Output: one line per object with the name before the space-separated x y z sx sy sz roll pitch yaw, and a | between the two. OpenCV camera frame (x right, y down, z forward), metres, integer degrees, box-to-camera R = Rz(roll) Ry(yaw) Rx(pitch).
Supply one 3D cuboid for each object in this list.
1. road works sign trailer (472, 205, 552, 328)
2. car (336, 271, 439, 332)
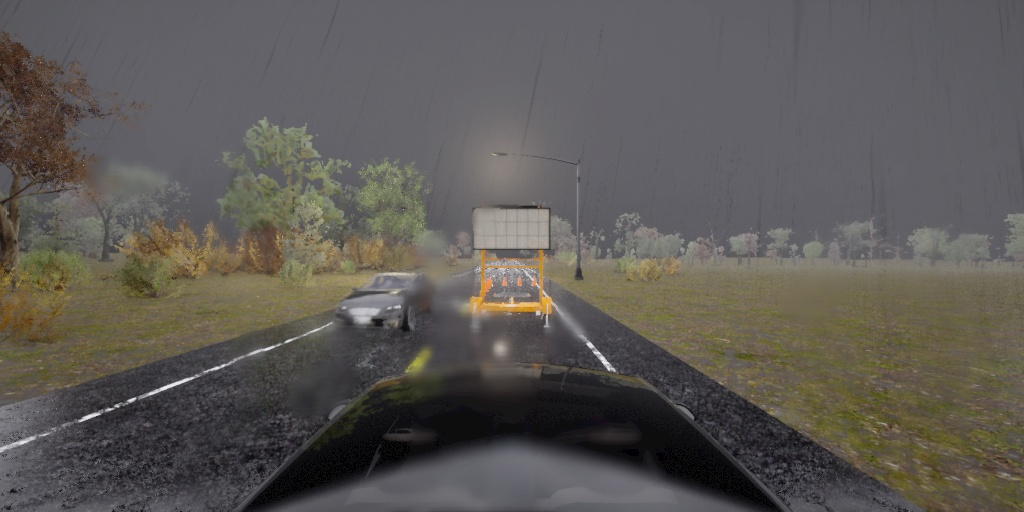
road works sign trailer | 0.000 0.216 11.326 2.380 3.560 2.880 0 0 0
car | -3.500 1.242 10.895 2.128 1.511 4.902 0 0 0
